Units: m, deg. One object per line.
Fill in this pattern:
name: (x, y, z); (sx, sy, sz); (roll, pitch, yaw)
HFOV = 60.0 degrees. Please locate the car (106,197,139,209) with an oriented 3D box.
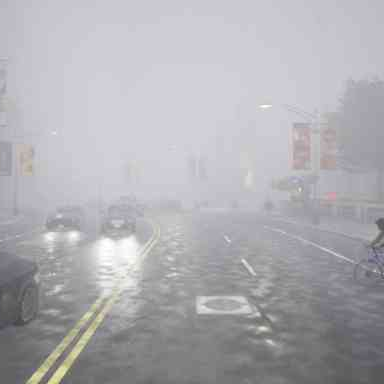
car: (-9.807, 1.491, 46.661); (2.128, 1.511, 4.902); (0, 0, -45)

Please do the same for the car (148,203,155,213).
car: (-6.117, 1.525, 36.412); (1.812, 1.442, 4.674); (0, 0, -32)

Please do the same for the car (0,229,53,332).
car: (-3.639, 1.526, 4.337); (1.812, 1.442, 4.674); (0, 0, 0)

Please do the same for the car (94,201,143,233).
car: (-4.188, 1.491, 19.639); (2.128, 1.511, 4.902); (0, 0, -8)

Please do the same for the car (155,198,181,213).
car: (-2.895, 1.504, 37.624); (1.837, 1.490, 4.892); (0, 0, -29)

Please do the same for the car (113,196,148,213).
car: (-4.701, 0.970, 24.432); (2.097, 1.767, 4.553); (0, 0, -14)

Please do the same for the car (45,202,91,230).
car: (-7.938, 1.547, 21.366); (2.033, 1.411, 5.357); (0, 0, -12)

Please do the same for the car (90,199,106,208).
car: (-12.773, 1.601, 44.732); (4.718, 1.301, 1.895); (0, 0, 44)

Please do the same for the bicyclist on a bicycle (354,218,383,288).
bicyclist on a bicycle: (4.601, 1.448, 7.792); (1.656, 1.620, 0.582); (-1, 0, -1)
